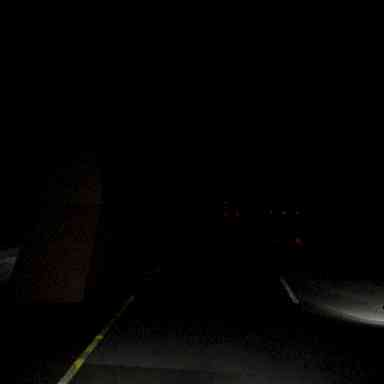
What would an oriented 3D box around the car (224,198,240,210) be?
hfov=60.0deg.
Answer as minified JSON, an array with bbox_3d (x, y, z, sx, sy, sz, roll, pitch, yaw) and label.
[{"bbox_3d":[4.987,1.456,41.573,1.812,1.442,4.674,0,0,8],"label":"car"}]

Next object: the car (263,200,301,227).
[{"bbox_3d":[6.082,1.322,22.958,2.097,1.767,4.553,0,0,7],"label":"car"}]

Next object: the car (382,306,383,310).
[{"bbox_3d":[3.753,1.552,2.672,2.033,1.411,5.357,0,0,3],"label":"car"}]
